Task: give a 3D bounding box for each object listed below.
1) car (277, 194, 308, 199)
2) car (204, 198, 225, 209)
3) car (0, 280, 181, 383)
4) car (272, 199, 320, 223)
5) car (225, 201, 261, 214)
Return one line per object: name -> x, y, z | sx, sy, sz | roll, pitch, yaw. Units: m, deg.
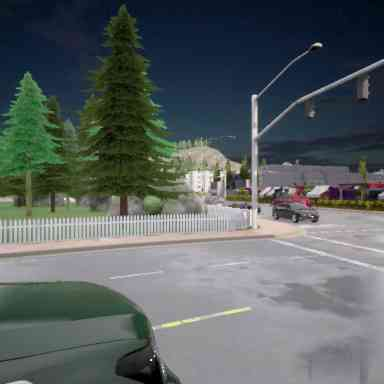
car -> 11.709, 1.277, 39.760 | 2.150, 2.045, 5.566 | 0, 0, -16
car -> 2.900, 1.547, 44.242 | 2.128, 1.511, 4.902 | 0, 0, -16
car -> -2.732, 1.221, 1.688 | 5.566, 2.045, 2.150 | 0, 0, -36
car -> 8.095, 1.560, 26.346 | 1.837, 1.490, 4.892 | 0, 0, -14
car -> 5.511, 1.656, 35.254 | 1.895, 1.301, 4.718 | 0, 0, -16
